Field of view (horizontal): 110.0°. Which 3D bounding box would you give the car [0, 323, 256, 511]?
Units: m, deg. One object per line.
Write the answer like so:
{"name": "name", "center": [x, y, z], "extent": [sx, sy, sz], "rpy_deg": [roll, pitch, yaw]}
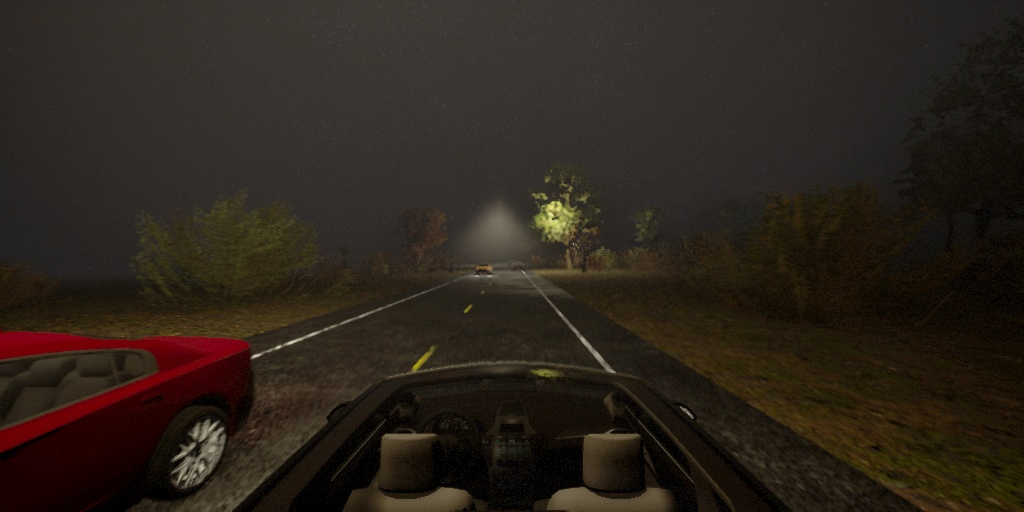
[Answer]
{"name": "car", "center": [-3.599, 1.227, 1.627], "extent": [1.882, 1.535, 5.008], "rpy_deg": [0, -1, 0]}

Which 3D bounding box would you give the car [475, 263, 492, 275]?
{"name": "car", "center": [-3.573, 1.620, 46.068], "extent": [1.882, 1.535, 5.008], "rpy_deg": [0, -1, 0]}

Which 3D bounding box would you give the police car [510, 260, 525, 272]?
{"name": "police car", "center": [1.036, 1.675, 58.499], "extent": [1.930, 1.638, 5.238], "rpy_deg": [0, 0, 0]}
